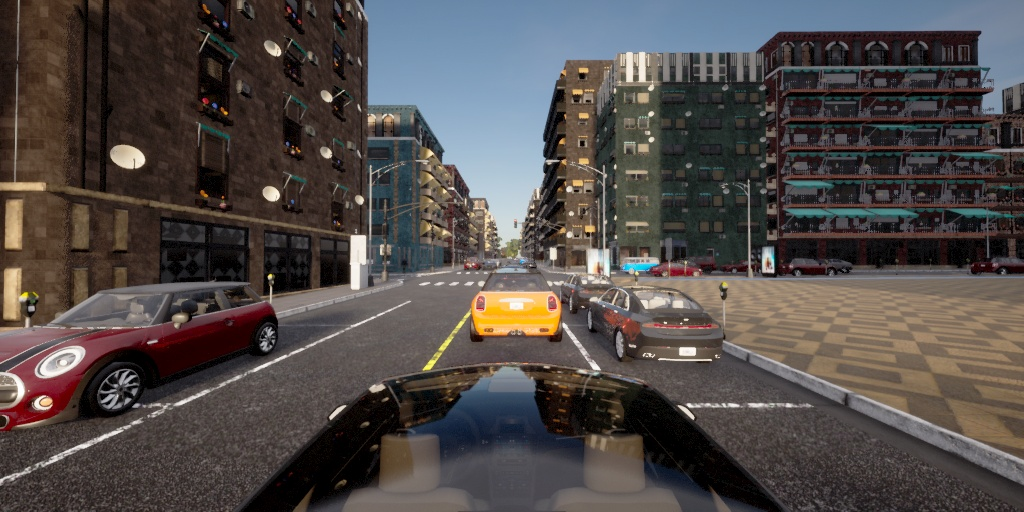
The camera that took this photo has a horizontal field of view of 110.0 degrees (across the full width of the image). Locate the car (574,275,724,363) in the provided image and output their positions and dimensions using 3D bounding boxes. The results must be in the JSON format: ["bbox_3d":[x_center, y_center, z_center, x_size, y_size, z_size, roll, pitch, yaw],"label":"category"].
[{"bbox_3d":[2.819,1.302,7.949,2.007,1.370,4.403,0,0,0],"label":"car"}]

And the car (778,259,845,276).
[{"bbox_3d":[24.754,0.935,30.074,4.097,1.591,1.967,0,0,0],"label":"car"}]

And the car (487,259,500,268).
[{"bbox_3d":[-3.099,1.298,60.997,1.812,1.442,4.674,0,0,0],"label":"car"}]

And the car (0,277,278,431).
[{"bbox_3d":[-5.820,1.191,5.711,1.967,1.591,4.097,0,0,0],"label":"car"}]

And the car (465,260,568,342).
[{"bbox_3d":[0.095,1.104,9.928,2.097,1.767,4.553,0,0,0],"label":"car"}]

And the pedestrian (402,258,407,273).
[{"bbox_3d":[-12.542,1.097,41.672,0.375,1.860,0.375,0,0,0],"label":"pedestrian"}]

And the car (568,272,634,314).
[{"bbox_3d":[2.817,1.304,13.519,2.007,1.370,4.403,0,0,0],"label":"car"}]

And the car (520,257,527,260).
[{"bbox_3d":[0.194,1.266,45.026,2.128,1.511,4.902,0,0,-6],"label":"car"}]

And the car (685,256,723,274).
[{"bbox_3d":[19.286,0.977,38.491,5.009,1.841,2.192,0,0,0],"label":"car"}]

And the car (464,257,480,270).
[{"bbox_3d":[-5.706,1.083,51.749,2.192,1.841,5.009,0,0,0],"label":"car"}]

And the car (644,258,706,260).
[{"bbox_3d":[16.234,1.154,35.935,4.892,1.490,1.837,0,-1,1],"label":"car"}]

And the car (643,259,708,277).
[{"bbox_3d":[13.699,1.163,30.149,4.207,1.307,1.802,0,0,0],"label":"car"}]

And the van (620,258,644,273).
[{"bbox_3d":[13.758,1.046,38.529,3.998,1.789,1.690,0,0,0],"label":"van"}]

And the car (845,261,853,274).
[{"bbox_3d":[31.105,1.026,35.827,4.902,1.511,2.128,0,-1,0],"label":"car"}]

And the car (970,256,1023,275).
[{"bbox_3d":[41.335,0.811,29.960,4.097,1.591,1.967,0,0,0],"label":"car"}]

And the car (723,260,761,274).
[{"bbox_3d":[24.814,1.165,38.454,4.507,1.381,1.888,0,0,0],"label":"car"}]
